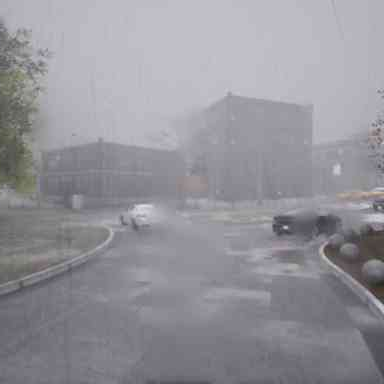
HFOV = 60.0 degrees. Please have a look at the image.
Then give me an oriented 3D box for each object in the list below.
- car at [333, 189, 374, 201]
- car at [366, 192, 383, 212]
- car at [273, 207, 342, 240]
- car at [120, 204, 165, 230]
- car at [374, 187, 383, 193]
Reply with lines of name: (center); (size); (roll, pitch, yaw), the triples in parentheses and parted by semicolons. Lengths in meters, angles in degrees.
car: (21.623, 0.371, 45.160); (5.366, 1.575, 1.946); (-3, 2, -25)
car: (18.350, 0.983, 30.108); (4.892, 1.490, 1.837); (-3, 2, -31)
car: (6.155, 1.503, 17.486); (1.882, 1.535, 5.008); (0, 0, 44)
car: (-3.054, 1.453, 20.355); (1.812, 1.442, 4.674); (1, 0, -24)
car: (26.626, 0.112, 47.487); (5.366, 1.575, 1.946); (-3, 2, -25)
